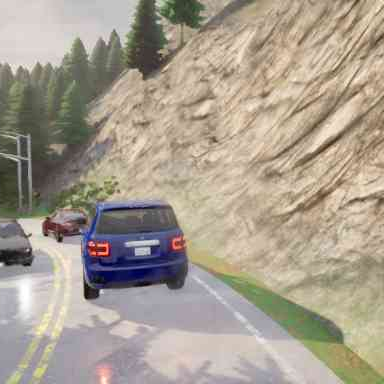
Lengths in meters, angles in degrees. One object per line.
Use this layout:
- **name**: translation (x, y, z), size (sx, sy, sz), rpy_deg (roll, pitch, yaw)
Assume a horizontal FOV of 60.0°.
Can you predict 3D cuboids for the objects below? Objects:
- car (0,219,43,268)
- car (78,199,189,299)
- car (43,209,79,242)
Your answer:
- **car**: translation (-6.676, 1.680, 11.436), size (2.033, 1.411, 5.357), rpy_deg (-2, 0, -31)
- **car**: translation (-1.785, 1.221, 8.823), size (2.150, 2.045, 5.566), rpy_deg (-1, 0, -19)
- **car**: translation (-6.266, 1.593, 16.878), size (1.812, 1.442, 4.674), rpy_deg (-3, 1, -35)
